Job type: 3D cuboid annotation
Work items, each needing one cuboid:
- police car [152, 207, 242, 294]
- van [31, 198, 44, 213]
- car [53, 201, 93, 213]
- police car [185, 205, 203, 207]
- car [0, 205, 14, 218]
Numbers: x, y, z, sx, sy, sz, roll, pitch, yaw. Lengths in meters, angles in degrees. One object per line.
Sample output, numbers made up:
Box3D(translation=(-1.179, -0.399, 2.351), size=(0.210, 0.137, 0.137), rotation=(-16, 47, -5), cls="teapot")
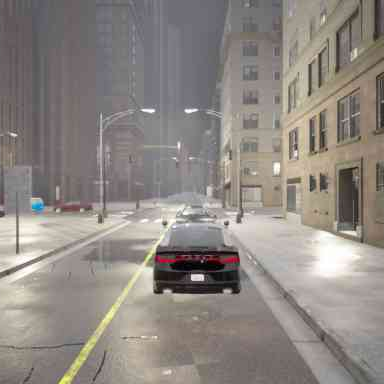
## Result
Box3D(translation=(0.107, 1.427, 8.917), size=(1.930, 1.638, 5.238), rotation=(0, 0, 0), cls="police car")
Box3D(translation=(-19.584, 1.591, 39.117), size=(3.998, 1.788, 1.690), rotation=(-1, 0, 0), cls="van")
Box3D(translation=(-13.957, 1.727, 39.094), size=(4.507, 1.381, 1.887), rotation=(-1, 0, 0), cls="car")
Box3D(translation=(0.121, 1.510, 18.522), size=(2.038, 1.542, 4.974), rotation=(0, 0, 0), cls="police car")
Box3D(translation=(-19.611, 1.524, 30.592), size=(5.009, 1.841, 2.192), rotation=(-1, 0, 0), cls="car")
